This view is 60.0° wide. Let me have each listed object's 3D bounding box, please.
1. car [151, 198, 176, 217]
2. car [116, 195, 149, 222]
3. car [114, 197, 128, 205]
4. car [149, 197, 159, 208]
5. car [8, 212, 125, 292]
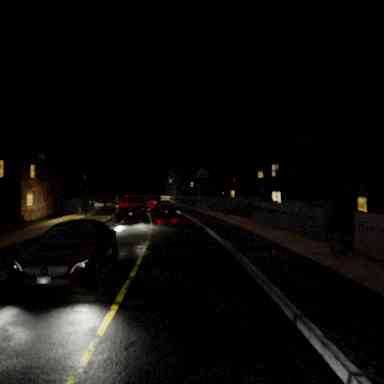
[{"bbox_3d":[-2.597,1.543,31.420,1.812,1.442,4.674,0,0,-9],"label":"car"},{"bbox_3d":[-4.794,1.247,26.825,2.150,2.045,5.566,0,0,-7],"label":"car"},{"bbox_3d":[-13.752,1.675,64.609,2.128,1.511,4.902,-1,0,-18],"label":"car"},{"bbox_3d":[-5.352,1.407,45.409,2.097,1.767,4.553,0,0,-12],"label":"car"},{"bbox_3d":[-3.188,1.532,9.180,1.812,1.442,4.674,0,1,-3],"label":"car"}]
